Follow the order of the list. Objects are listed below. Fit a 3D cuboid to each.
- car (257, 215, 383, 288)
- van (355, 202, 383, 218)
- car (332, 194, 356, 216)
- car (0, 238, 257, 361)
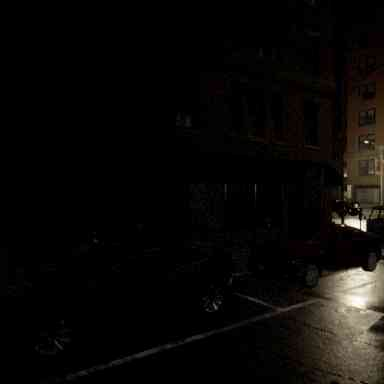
[{"bbox_3d":[3.490,1.544,9.211,4.507,1.381,1.887,0,0,-35],"label":"car"},{"bbox_3d":[8.113,1.338,12.477,3.998,1.788,1.690,0,0,-35],"label":"van"},{"bbox_3d":[13.111,1.217,31.641,2.150,2.045,5.566,0,0,-36],"label":"car"},{"bbox_3d":[-1.132,1.566,5.944,4.313,1.339,1.947,0,0,-35],"label":"car"}]
